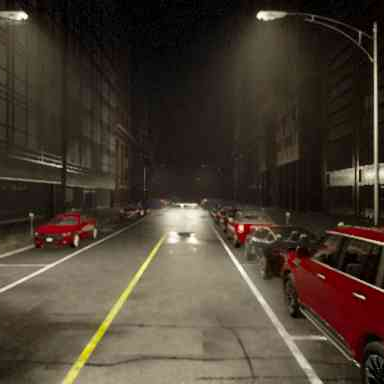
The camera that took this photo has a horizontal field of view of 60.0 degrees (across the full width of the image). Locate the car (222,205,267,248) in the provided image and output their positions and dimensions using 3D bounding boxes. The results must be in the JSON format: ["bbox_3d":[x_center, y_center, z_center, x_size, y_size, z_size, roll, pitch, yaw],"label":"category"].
[{"bbox_3d":[2.738,1.602,15.757,1.967,1.590,4.097,0,-1,0],"label":"car"}]

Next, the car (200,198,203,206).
[{"bbox_3d":[2.680,2.113,54.967,1.887,1.381,4.507,0,-1,0],"label":"car"}]

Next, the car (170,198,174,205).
[{"bbox_3d":[-5.879,2.250,77.354,1.967,1.590,4.097,0,-1,0],"label":"car"}]

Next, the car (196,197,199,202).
[{"bbox_3d":[2.639,2.406,82.974,1.887,1.381,4.507,0,-1,0],"label":"car"}]

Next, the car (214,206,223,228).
[{"bbox_3d":[2.730,1.785,21.357,1.947,1.339,4.313,0,-1,0],"label":"car"}]

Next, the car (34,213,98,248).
[{"bbox_3d":[-5.787,1.713,15.732,1.887,1.381,4.507,0,-1,0],"label":"car"}]

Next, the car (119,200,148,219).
[{"bbox_3d":[-5.812,1.783,32.539,1.967,1.590,4.097,0,-1,0],"label":"car"}]

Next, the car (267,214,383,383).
[{"bbox_3d":[2.754,1.361,4.556,2.192,1.841,5.009,0,-1,0],"label":"car"}]

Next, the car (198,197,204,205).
[{"bbox_3d":[2.671,2.067,60.569,1.967,1.590,4.097,0,-1,0],"label":"car"}]

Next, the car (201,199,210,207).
[{"bbox_3d":[2.663,2.213,66.340,1.752,1.417,4.829,0,-1,0],"label":"car"}]

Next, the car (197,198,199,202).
[{"bbox_3d":[2.655,2.326,71.771,1.802,1.307,4.206,0,-1,0],"label":"car"}]

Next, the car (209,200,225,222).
[{"bbox_3d":[2.721,1.718,26.960,1.967,1.590,4.097,0,-1,0],"label":"car"}]

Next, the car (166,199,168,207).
[{"bbox_3d":[-5.853,2.179,60.547,1.887,1.381,4.507,0,-1,0],"label":"car"}]

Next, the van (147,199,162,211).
[{"bbox_3d":[-5.838,1.859,49.346,1.690,1.788,3.998,0,-1,0],"label":"van"}]

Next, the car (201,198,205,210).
[{"bbox_3d":[2.688,2.055,49.365,1.887,1.381,4.507,0,-1,0],"label":"car"}]

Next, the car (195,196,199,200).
[{"bbox_3d":[2.621,2.294,94.179,2.192,1.841,5.009,0,-1,0],"label":"car"}]

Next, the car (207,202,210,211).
[{"bbox_3d":[2.714,1.918,32.560,1.802,1.307,4.206,0,-1,0],"label":"car"}]

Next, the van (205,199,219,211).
[{"bbox_3d":[2.704,1.735,38.164,1.690,1.788,3.998,0,-1,0],"label":"van"}]

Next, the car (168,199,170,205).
[{"bbox_3d":[-5.862,2.216,65.979,1.752,1.417,4.829,0,-1,0],"label":"car"}]

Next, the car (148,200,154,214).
[{"bbox_3d":[-5.820,1.946,38.139,1.887,1.381,4.507,0,-1,0],"label":"car"}]

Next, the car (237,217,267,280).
[{"bbox_3d":[2.747,1.669,10.155,1.947,1.339,4.313,0,-1,0],"label":"car"}]

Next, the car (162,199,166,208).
[{"bbox_3d":[-5.845,2.120,54.945,1.887,1.381,4.507,0,-1,0],"label":"car"}]
